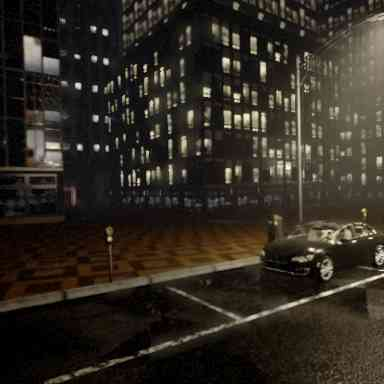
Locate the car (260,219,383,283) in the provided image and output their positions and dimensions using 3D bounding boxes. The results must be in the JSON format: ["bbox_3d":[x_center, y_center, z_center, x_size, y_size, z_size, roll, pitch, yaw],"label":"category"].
[{"bbox_3d":[3.791,1.477,9.287,4.403,1.369,2.008,-1,-1,-36],"label":"car"}]
